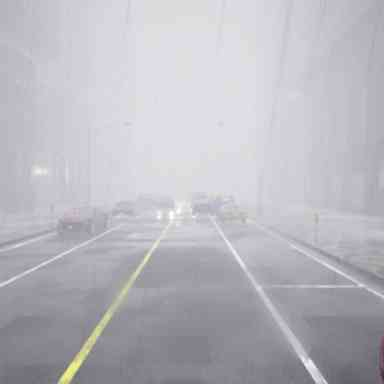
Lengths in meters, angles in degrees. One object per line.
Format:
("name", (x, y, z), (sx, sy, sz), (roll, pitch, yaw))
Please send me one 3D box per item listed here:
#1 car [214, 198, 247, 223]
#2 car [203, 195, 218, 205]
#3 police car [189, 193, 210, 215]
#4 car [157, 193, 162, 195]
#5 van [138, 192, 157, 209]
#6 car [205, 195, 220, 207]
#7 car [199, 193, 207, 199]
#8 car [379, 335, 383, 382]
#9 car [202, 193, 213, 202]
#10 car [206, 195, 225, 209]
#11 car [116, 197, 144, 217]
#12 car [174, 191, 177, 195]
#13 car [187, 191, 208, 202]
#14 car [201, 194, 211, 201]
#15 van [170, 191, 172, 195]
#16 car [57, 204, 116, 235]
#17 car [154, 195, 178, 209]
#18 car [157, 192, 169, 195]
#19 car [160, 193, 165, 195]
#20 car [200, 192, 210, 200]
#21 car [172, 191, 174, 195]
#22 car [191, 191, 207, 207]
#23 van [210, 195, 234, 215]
("car", (2.796, 1.367, 23.751), (1.752, 1.417, 4.829), (0, 0, 0))
("car", (2.838, 1.215, 51.762), (2.008, 1.369, 4.403), (0, 0, 0))
("police car", (0.946, 1.223, 30.645), (1.930, 1.638, 5.238), (0, 0, 0))
("car", (-5.695, 1.265, 46.128), (1.947, 1.339, 4.313), (0, 0, 0))
("van", (-5.705, 1.076, 40.490), (1.690, 1.788, 3.998), (0, 0, 0))
("car", (2.830, 1.224, 46.296), (1.752, 1.417, 4.829), (0, 0, 0))
("car", (2.888, 1.018, 85.580), (1.947, 1.339, 4.313), (0, 0, 0))
("car", (2.762, 1.307, 1.035), (2.192, 1.841, 5.009), (0, 0, 0))
("car", (2.854, 1.033, 63.033), (1.967, 1.590, 4.097), (0, 0, 0))
("car", (2.821, 1.176, 40.489), (1.967, 1.590, 4.097), (0, 0, 0))
("car", (-5.721, 1.372, 29.218), (1.947, 1.339, 4.313), (0, 0, 0))
("car", (-5.637, 0.892, 85.583), (1.967, 1.590, 4.097), (0, 0, 0))
("car", (0.833, 1.087, 40.484), (2.097, 1.767, 4.553), (0, 0, -1))
("car", (2.863, 1.124, 68.671), (1.947, 1.339, 4.313), (0, 0, 0))
("van", (-5.663, 0.899, 68.673), (1.690, 1.788, 3.998), (0, 0, 0))
("car", (-5.737, 1.423, 17.945), (1.887, 1.381, 4.507), (0, 0, 0))
("car", (-3.035, 1.343, 39.413), (1.895, 1.301, 4.718), (0, 0, 0))
("car", (-5.679, 0.943, 57.399), (2.192, 1.841, 5.009), (0, 0, 0))
("car", (-5.687, 1.230, 51.764), (1.947, 1.339, 4.313), (0, 0, 0))
("car", (2.871, 0.838, 74.306), (2.192, 1.841, 5.009), (0, 0, 0))
("car", (-5.654, 0.962, 74.310), (1.967, 1.590, 4.097), (0, 0, 0))
("car", (0.928, 0.920, 46.564), (2.150, 2.045, 5.566), (0, 0, 0))
("van", (2.804, 1.148, 29.216), (1.690, 1.788, 3.998), (0, 0, 0))
